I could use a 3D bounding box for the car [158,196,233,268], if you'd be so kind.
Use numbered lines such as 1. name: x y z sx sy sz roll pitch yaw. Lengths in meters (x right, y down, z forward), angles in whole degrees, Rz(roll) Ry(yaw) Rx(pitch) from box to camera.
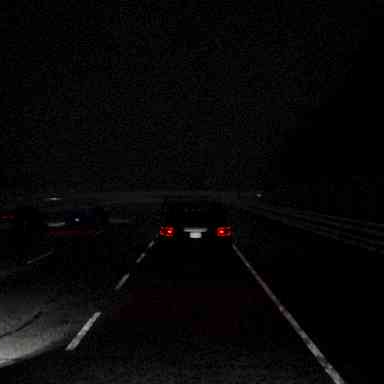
1. car: 0.092 1.242 11.520 2.150 2.045 5.566 0 0 0

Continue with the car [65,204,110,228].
1. car: -6.915 1.518 22.490 1.882 1.535 5.008 0 0 0

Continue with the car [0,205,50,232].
1. car: -10.413 1.540 20.274 1.837 1.490 4.892 0 0 0

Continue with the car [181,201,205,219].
1. car: 0.091 1.605 31.613 2.033 1.411 5.357 0 0 0

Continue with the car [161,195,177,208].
1. car: -3.535 1.449 52.048 2.097 1.767 4.553 0 0 0
